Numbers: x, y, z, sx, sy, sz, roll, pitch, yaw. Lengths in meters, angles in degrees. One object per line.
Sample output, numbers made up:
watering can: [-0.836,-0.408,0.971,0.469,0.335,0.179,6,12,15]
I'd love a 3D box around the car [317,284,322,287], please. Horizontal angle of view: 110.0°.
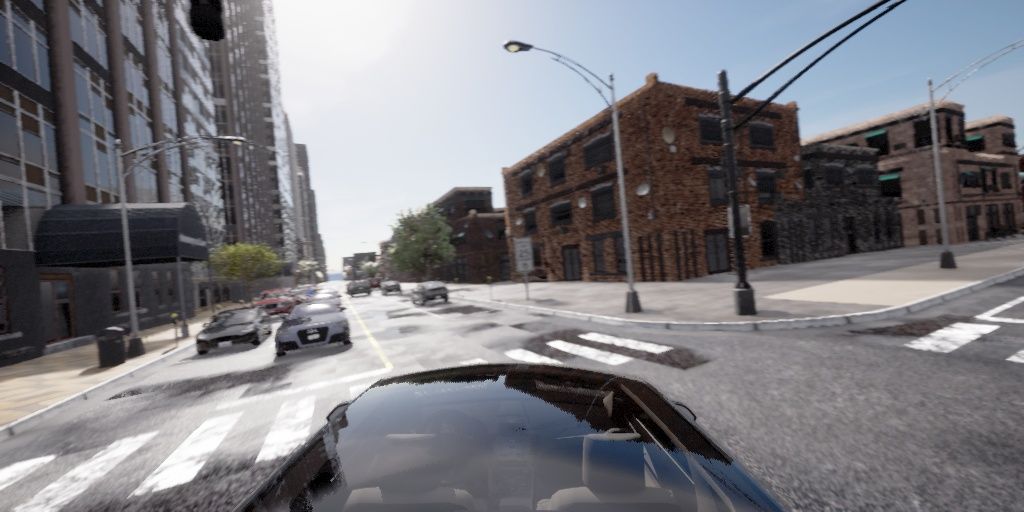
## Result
car: [-29.940,5.068,53.420,2.192,1.841,5.009,0,0,-27]

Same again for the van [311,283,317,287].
van: [-25.025,4.430,43.524,1.690,1.789,3.998,0,0,-27]

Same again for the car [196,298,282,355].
car: [-10.394,2.669,13.777,1.948,1.339,4.313,0,0,-27]

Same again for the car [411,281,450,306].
car: [-5.157,2.264,22.587,2.007,1.370,4.403,0,0,-27]

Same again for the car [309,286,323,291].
car: [-15.388,3.439,29.826,1.994,1.385,4.181,-5,-1,-26]

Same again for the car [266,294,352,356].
car: [-6.561,2.243,12.019,1.994,1.385,4.181,-5,-1,-27]

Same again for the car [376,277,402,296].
car: [-12.307,3.228,36.720,2.007,1.370,4.403,0,0,-27]

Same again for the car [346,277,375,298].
car: [-17.016,3.562,40.095,2.097,1.767,4.553,-5,-1,-26]

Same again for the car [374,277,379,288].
car: [-20.017,4.035,52.216,2.192,1.841,5.009,0,0,-27]

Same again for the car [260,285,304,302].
car: [-14.962,3.038,23.035,2.192,1.841,5.009,0,0,-27]

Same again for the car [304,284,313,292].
car: [-19.797,3.821,32.972,1.967,1.591,4.097,0,0,-27]

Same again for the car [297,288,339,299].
car: [-10.948,2.837,20.875,1.994,1.385,4.181,-5,-1,-26]
